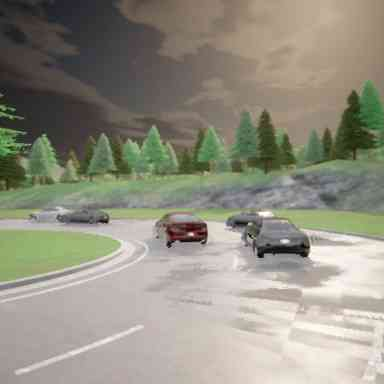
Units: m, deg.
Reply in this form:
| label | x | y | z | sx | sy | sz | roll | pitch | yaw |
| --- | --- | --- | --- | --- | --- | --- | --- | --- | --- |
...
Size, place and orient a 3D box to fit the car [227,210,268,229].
| label | x | y | z | sx | sy | sz | roll | pitch | yaw |
| --- | --- | --- | --- | --- | --- | --- | --- | --- | --- |
| car | 4.157 | 1.883 | 22.607 | 1.994 | 1.385 | 4.181 | 0 | -1 | -28 |

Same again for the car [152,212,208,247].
| label | x | y | z | sx | sy | sz | roll | pitch | yaw |
| --- | --- | --- | --- | --- | --- | --- | --- | --- | --- |
| car | -0.708 | 1.759 | 16.943 | 1.882 | 1.535 | 5.008 | 1 | -1 | -16 |

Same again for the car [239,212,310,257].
| label | x | y | z | sx | sy | sz | roll | pitch | yaw |
| --- | --- | --- | --- | --- | --- | --- | --- | --- | --- |
| car | 3.338 | 1.752 | 13.789 | 1.994 | 1.385 | 4.181 | 0 | -1 | 1 |

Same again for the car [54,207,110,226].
| label | x | y | z | sx | sy | sz | roll | pitch | yaw |
| --- | --- | --- | --- | --- | --- | --- | --- | --- | --- |
| car | -9.236 | 2.121 | 28.738 | 4.181 | 1.385 | 1.994 | -1 | -1 | 17 |

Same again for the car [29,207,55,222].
| label | x | y | z | sx | sy | sz | roll | pitch | yaw |
| --- | --- | --- | --- | --- | --- | --- | --- | --- | --- |
| car | -13.883 | 2.202 | 33.185 | 4.674 | 1.442 | 1.812 | -1 | -1 | 9 |
